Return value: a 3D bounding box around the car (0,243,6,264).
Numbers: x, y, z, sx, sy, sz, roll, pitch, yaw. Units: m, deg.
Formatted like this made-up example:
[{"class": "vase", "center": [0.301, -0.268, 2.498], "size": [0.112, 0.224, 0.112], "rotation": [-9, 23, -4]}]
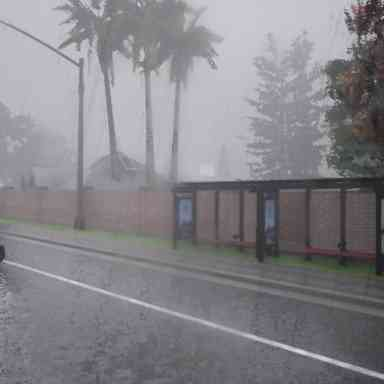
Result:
[{"class": "car", "center": [-7.397, 1.586, 9.741], "size": [4.718, 1.301, 1.895], "rotation": [1, -1, 38]}]
